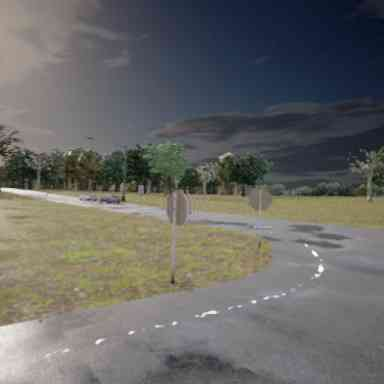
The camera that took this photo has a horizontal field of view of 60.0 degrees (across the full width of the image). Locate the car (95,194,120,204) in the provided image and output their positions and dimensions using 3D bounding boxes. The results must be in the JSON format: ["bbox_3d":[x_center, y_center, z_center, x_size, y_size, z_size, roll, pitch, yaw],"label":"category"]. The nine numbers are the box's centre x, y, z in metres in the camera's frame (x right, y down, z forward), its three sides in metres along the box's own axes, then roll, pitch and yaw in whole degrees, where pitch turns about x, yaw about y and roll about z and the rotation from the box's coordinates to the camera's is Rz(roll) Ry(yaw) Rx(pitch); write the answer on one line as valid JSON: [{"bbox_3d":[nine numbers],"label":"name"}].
[{"bbox_3d":[-12.549,1.043,50.786,2.128,1.511,4.902,2,0,-35],"label":"car"}]

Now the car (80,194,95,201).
[{"bbox_3d":[-18.358,0.959,58.965,1.895,1.301,4.718,2,0,-35],"label":"car"}]
